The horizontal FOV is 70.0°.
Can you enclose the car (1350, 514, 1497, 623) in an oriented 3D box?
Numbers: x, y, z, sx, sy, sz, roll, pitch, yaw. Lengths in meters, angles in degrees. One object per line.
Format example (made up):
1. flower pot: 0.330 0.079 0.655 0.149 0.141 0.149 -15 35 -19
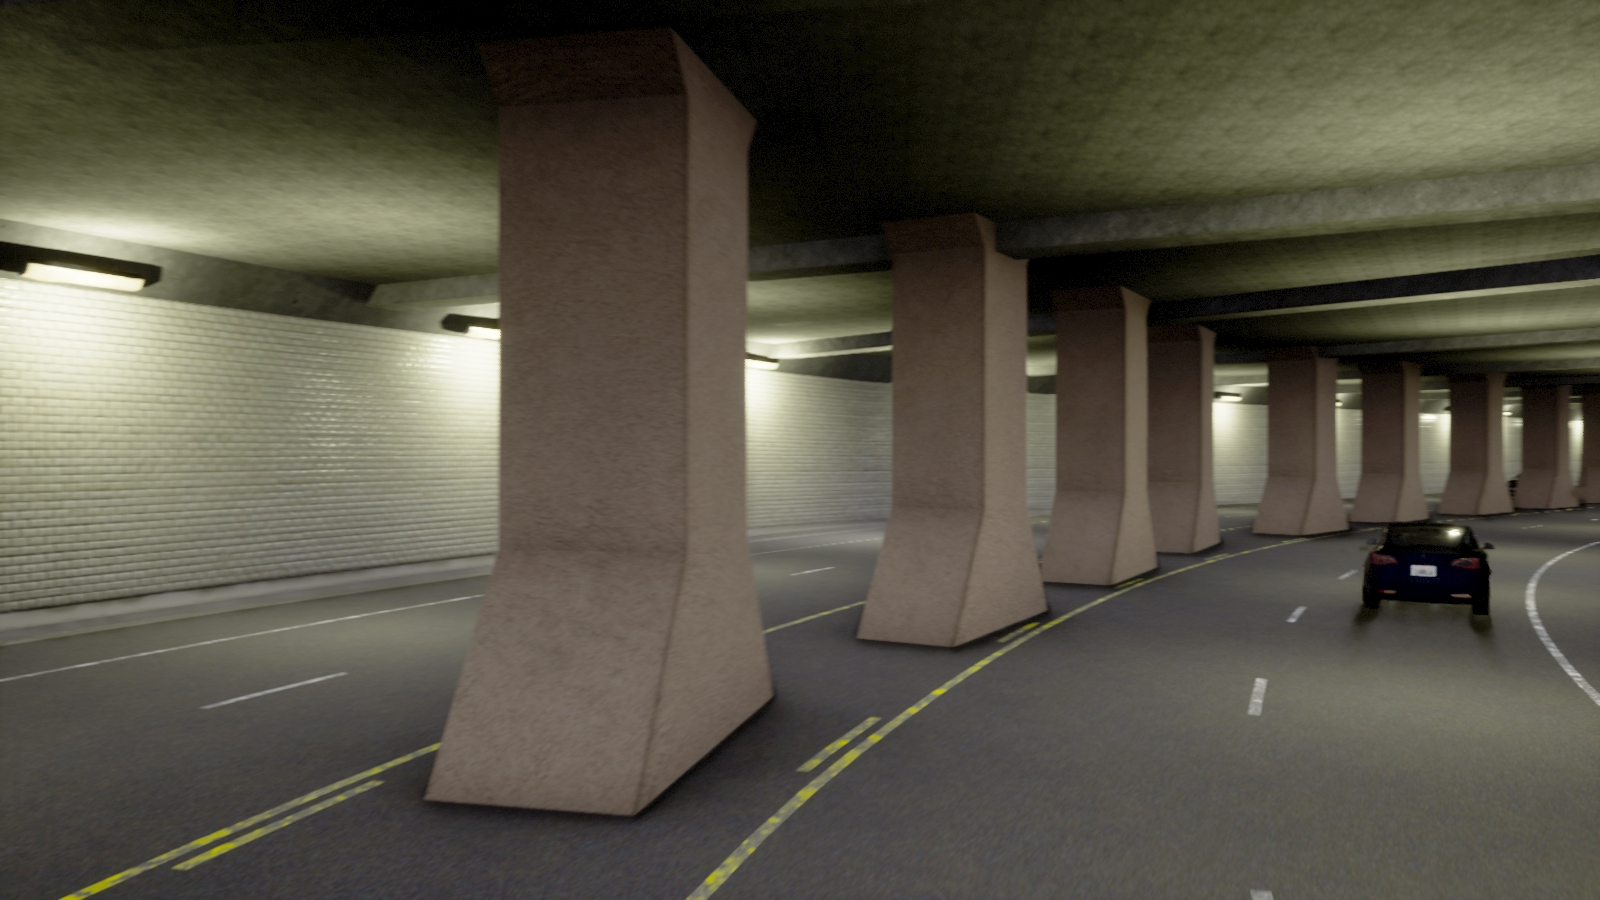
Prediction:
1. car: 11.630 2.080 21.222 2.163 1.488 4.792 0 0 30
